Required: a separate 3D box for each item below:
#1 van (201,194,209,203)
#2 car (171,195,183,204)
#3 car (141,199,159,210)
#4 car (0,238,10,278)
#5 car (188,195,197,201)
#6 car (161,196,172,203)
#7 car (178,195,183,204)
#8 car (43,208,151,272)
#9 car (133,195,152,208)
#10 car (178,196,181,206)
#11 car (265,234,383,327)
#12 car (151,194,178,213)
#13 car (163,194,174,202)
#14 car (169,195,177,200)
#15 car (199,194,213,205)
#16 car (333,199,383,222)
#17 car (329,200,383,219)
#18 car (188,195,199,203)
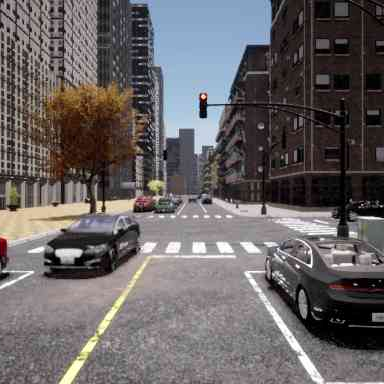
[{"bbox_3d":[2.863,1.402,72.448,1.690,1.788,3.998,0,0,0],"label":"van"},{"bbox_3d":[-2.886,1.402,65.114,2.097,1.767,4.553,0,0,1],"label":"car"},{"bbox_3d":[-5.584,1.592,44.854,1.947,1.339,4.313,0,0,0],"label":"car"},{"bbox_3d":[-5.675,1.545,6.943,1.887,1.381,4.507,0,0,0],"label":"car"},{"bbox_3d":[0.191,1.462,79.061,2.033,1.411,5.357,0,0,0],"label":"car"},{"bbox_3d":[-5.517,1.627,72.469,1.947,1.339,4.313,0,0,0],"label":"car"},{"bbox_3d":[-2.957,1.529,55.309,2.128,1.511,4.902,0,0,0],"label":"car"},{"bbox_3d":[-2.997,1.494,10.925,2.128,1.511,4.902,0,0,4],"label":"car"},{"bbox_3d":[-5.598,1.336,39.331,2.192,1.841,5.009,0,0,0],"label":"car"},{"bbox_3d":[-2.988,1.629,45.996,1.895,1.301,4.718,0,0,0],"label":"car"},{"bbox_3d":[2.705,1.551,6.923,2.008,1.369,4.403,0,0,0],"label":"car"},{"bbox_3d":[-2.983,1.371,37.013,2.097,1.767,4.553,0,0,-1],"label":"car"},{"bbox_3d":[-5.504,1.386,77.991,2.192,1.841,5.009,0,0,0],"label":"car"},{"bbox_3d":[-5.464,1.654,94.560,2.008,1.369,4.403,0,0,0],"label":"car"},{"bbox_3d":[2.837,1.611,61.402,1.947,1.339,4.313,0,0,0],"label":"car"},{"bbox_3d":[12.645,1.316,23.785,4.892,1.490,1.837,-1,0,2],"label":"car"},{"bbox_3d":[13.489,1.350,26.302,4.403,1.369,2.008,-1,1,0],"label":"car"},{"bbox_3d":[0.165,1.546,68.638,2.128,1.511,4.902,0,0,0],"label":"car"}]
